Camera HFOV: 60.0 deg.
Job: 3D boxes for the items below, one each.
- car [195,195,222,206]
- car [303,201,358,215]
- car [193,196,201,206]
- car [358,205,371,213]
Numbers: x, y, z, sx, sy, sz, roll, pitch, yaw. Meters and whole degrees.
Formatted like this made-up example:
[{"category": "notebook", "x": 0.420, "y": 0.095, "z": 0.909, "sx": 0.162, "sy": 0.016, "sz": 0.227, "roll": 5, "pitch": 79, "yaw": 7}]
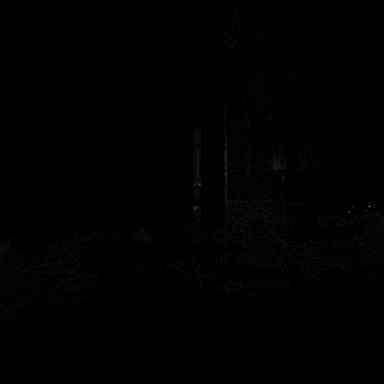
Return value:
[{"category": "car", "x": 2.710, "y": 1.334, "z": 54.673, "sx": 2.097, "sy": 1.767, "sz": 4.553, "roll": 0, "pitch": 0, "yaw": -35}, {"category": "car", "x": 13.665, "y": 1.591, "z": 33.467, "sx": 1.895, "sy": 1.301, "sz": 4.718, "roll": 0, "pitch": 0, "yaw": -35}, {"category": "car", "x": 0.062, "y": 1.340, "z": 52.785, "sx": 2.097, "sy": 1.767, "sz": 4.553, "roll": 0, "pitch": 0, "yaw": -35}, {"category": "car", "x": 16.326, "y": 1.585, "z": 35.332, "sx": 1.895, "sy": 1.301, "sz": 4.718, "roll": 0, "pitch": 0, "yaw": -35}]
